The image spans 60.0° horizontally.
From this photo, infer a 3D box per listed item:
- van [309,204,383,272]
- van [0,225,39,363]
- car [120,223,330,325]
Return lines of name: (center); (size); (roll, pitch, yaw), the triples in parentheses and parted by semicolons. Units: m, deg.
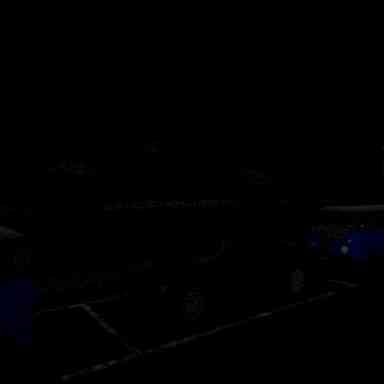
van: (5.317, 1.287, 10.328); (3.998, 1.788, 1.690); (0, 0, -35)
van: (-3.896, 1.347, 3.758); (3.998, 1.788, 1.690); (0, 0, -35)
car: (0.712, 1.521, 7.043); (4.507, 1.381, 1.887); (0, 0, -35)
